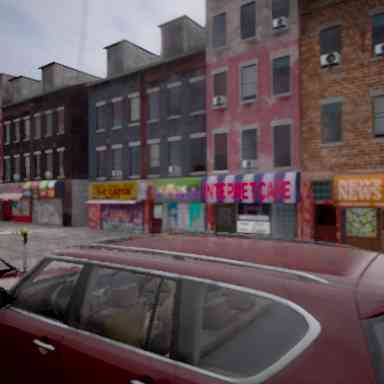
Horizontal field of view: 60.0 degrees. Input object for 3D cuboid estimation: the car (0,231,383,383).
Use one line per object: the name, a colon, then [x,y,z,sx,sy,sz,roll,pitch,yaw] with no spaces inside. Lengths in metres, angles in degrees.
car: [-0.450,1.320,3.144,5.009,1.841,2.192,0,-1,36]
